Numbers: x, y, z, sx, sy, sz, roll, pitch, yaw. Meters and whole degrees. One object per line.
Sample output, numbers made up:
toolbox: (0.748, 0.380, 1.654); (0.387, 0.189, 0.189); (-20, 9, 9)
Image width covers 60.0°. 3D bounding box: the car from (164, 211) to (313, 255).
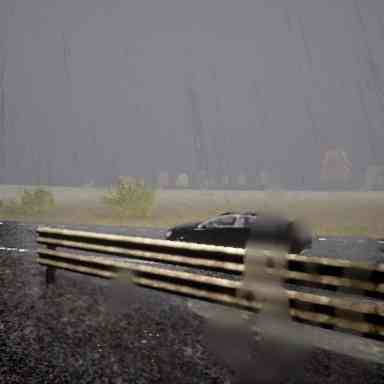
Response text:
car: (1.406, 1.394, 11.068); (4.902, 1.511, 2.128); (0, 0, 23)
